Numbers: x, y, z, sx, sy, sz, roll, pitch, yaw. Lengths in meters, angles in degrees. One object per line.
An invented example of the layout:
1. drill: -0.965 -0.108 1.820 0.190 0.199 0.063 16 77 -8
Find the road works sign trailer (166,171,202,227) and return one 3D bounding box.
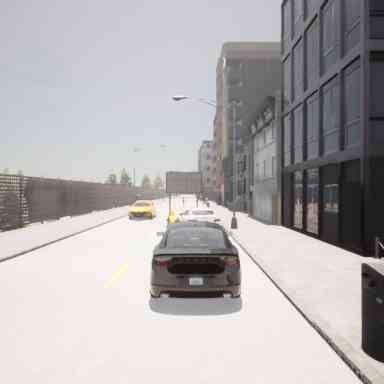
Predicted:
1. road works sign trailer: -0.567 0.464 21.387 2.380 3.560 2.880 0 0 -17

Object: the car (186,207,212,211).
1. car: 0.352 1.541 17.894 1.812 1.442 4.674 0 -1 -8

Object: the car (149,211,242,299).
1. car: 0.072 1.478 8.539 1.882 1.535 5.008 0 0 0

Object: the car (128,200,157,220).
1. car: -4.088 1.477 27.894 1.882 1.535 5.008 0 0 0
